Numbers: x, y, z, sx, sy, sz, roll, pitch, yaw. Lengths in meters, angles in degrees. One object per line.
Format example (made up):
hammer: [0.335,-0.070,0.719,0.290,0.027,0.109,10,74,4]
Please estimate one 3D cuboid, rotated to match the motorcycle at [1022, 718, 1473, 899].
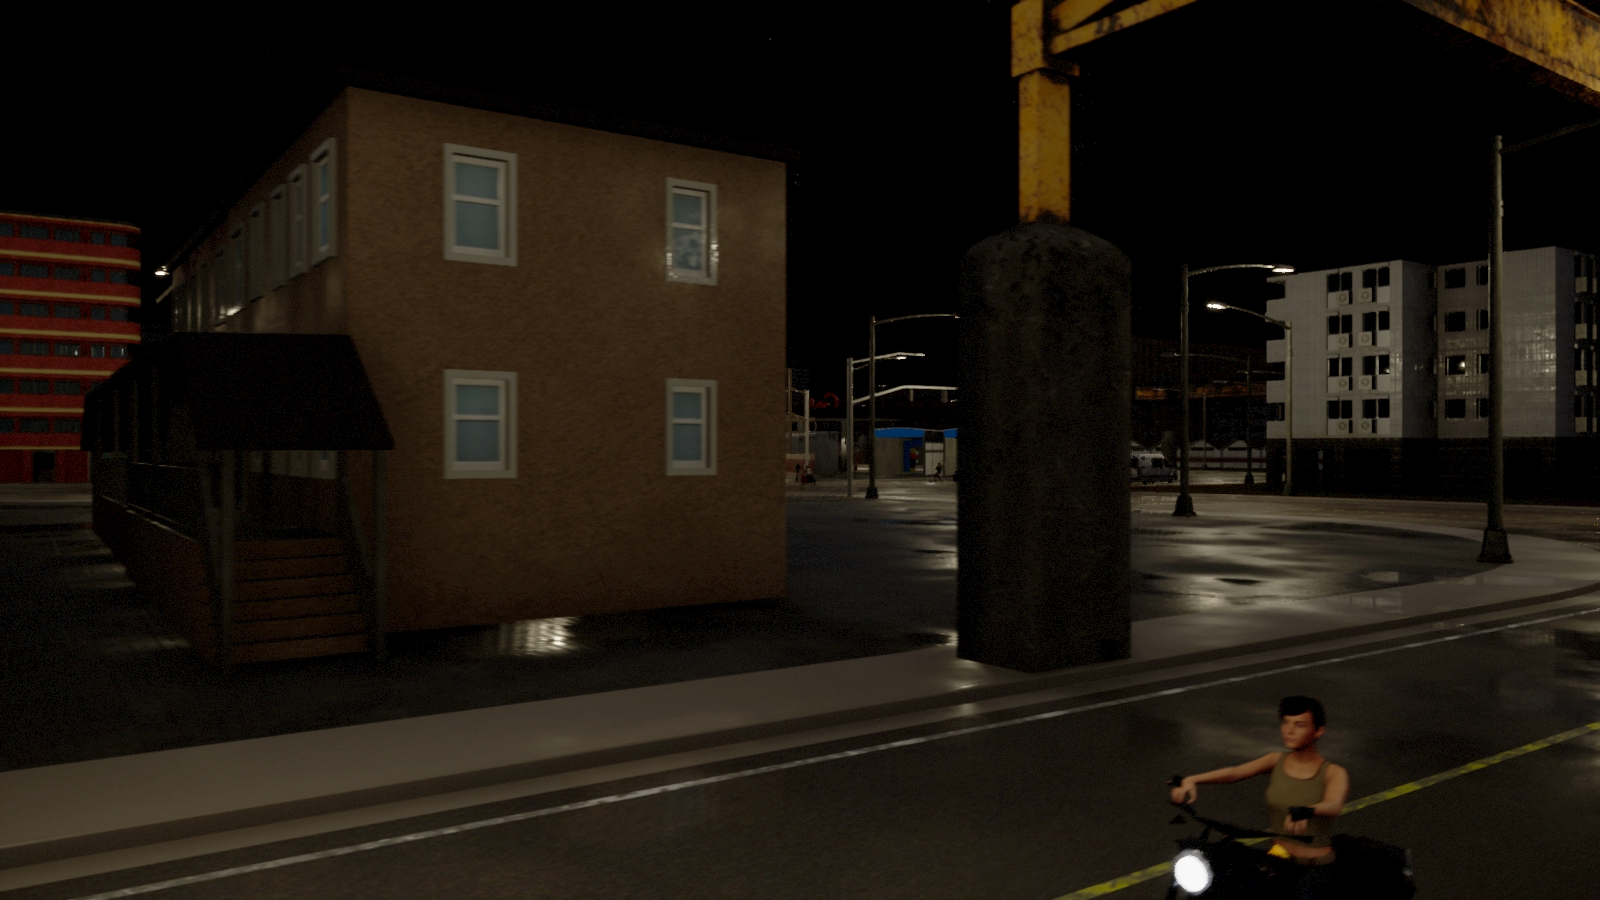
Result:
motorcycle: [2.141,2.142,5.283,2.356,1.332,0.764,0,0,-35]
